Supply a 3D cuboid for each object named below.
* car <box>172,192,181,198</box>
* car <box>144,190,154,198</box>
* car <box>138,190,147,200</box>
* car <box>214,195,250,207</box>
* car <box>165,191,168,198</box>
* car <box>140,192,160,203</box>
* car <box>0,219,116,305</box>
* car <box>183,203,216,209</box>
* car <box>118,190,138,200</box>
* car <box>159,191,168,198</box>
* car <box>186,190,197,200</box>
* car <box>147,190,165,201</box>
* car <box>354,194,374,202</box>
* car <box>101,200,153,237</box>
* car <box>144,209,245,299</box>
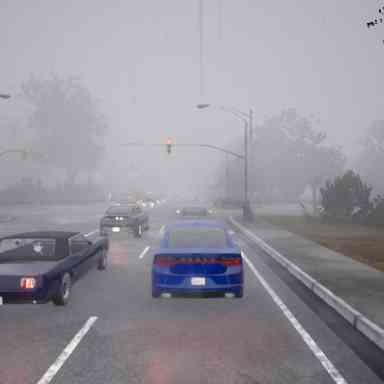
[{"bbox_3d":[-3.854,0.726,85.559,2.033,1.411,5.357,0,1,-4],"label":"car"},{"bbox_3d":[-10.789,0.430,84.178,2.150,2.045,5.566,0,1,-3],"label":"car"},{"bbox_3d":[-10.461,0.698,63.383,2.150,2.045,5.566,0,1,0],"label":"car"},{"bbox_3d":[5.272,1.168,43.186,4.892,1.490,1.837,0,1,11],"label":"car"},{"bbox_3d":[-6.982,0.944,74.243,1.895,1.301,4.718,0,1,-1],"label":"car"},{"bbox_3d":[-7.005,1.118,55.409,1.994,1.385,4.181,0,1,0],"label":"car"},{"bbox_3d":[-3.387,1.572,7.942,1.895,1.301,4.718,0,0,0],"label":"car"},{"bbox_3d":[0.127,1.455,17.470,1.994,1.385,4.181,0,0,0],"label":"car"},{"bbox_3d":[-10.534,0.920,53.799,2.097,1.767,4.553,0,1,1],"label":"car"},{"bbox_3d":[-7.300,0.556,84.477,2.097,1.767,4.553,0,1,-3],"label":"car"},{"bbox_3d":[0.081,0.898,72.293,1.812,1.442,4.674,0,1,-1],"label":"car"},{"bbox_3d":[-6.963,0.945,64.217,1.882,1.535,5.008,0,1,0],"label":"car"},{"bbox_3d":[21.285,1.014,43.159,4.553,1.767,2.097,0,1,-3],"label":"car"},{"bbox_3d":[-3.373,1.399,17.194,1.837,1.490,4.892,0,0,0],"label":"car"},{"bbox_3d":[0.114,1.444,8.488,1.882,1.535,5.008,0,0,0],"label":"car"}]
